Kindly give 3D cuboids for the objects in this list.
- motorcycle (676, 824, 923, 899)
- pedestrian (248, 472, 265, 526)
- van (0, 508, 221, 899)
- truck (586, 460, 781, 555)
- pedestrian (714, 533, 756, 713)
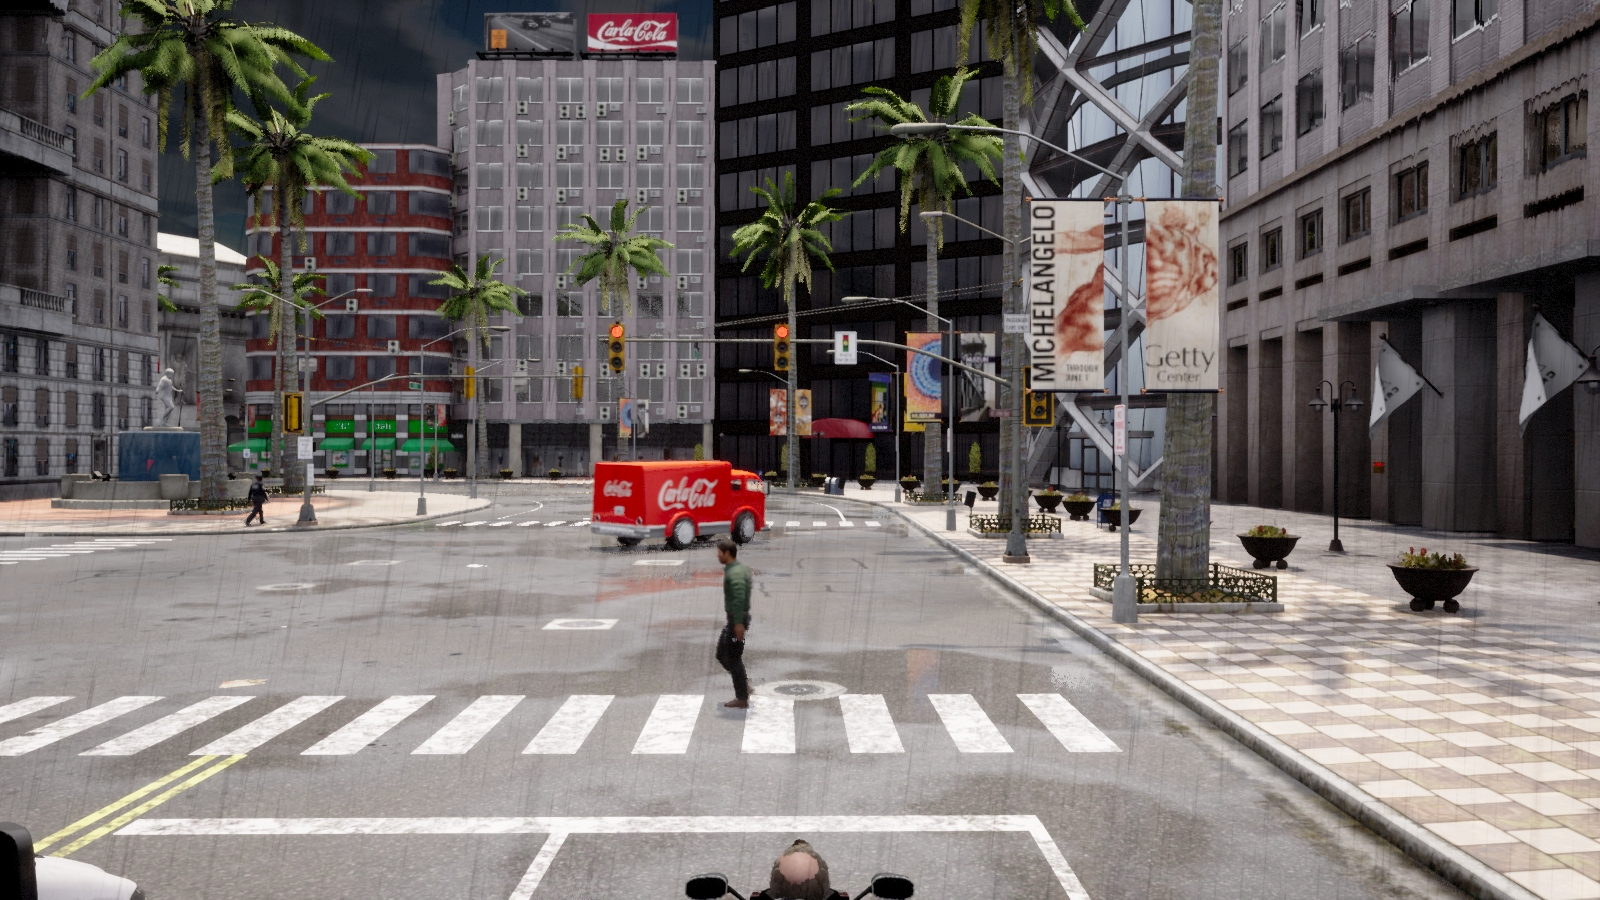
[{"bbox_3d":[-0.001,2.203,3.717,0.867,1.251,2.209,0,0,0],"label":"motorcycle"},{"bbox_3d":[-18.702,1.680,39.291,0.375,1.860,0.375,0,0,16],"label":"pedestrian"},{"bbox_3d":[-3.507,1.533,1.998,1.988,2.561,5.915,0,0,0],"label":"van"},{"bbox_3d":[-3.311,1.554,33.295,2.627,2.467,5.204,1,1,42],"label":"truck"},{"bbox_3d":[-0.698,1.842,12.281,0.375,1.860,0.375,0,0,9],"label":"pedestrian"}]
